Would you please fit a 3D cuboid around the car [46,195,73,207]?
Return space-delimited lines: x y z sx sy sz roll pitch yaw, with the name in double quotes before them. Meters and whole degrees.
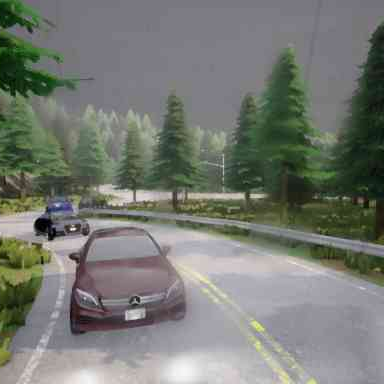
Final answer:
"car" -12.813 1.323 32.216 2.150 2.045 5.566 -1 0 -18

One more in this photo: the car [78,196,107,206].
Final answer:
"car" -12.654 1.285 42.801 2.097 1.767 4.553 2 2 13

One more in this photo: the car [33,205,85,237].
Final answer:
"car" -7.027 1.663 17.749 1.994 1.385 4.181 -4 2 -38

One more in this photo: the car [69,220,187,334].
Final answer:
"car" -1.511 1.522 7.043 1.812 1.442 4.674 -2 0 -17
